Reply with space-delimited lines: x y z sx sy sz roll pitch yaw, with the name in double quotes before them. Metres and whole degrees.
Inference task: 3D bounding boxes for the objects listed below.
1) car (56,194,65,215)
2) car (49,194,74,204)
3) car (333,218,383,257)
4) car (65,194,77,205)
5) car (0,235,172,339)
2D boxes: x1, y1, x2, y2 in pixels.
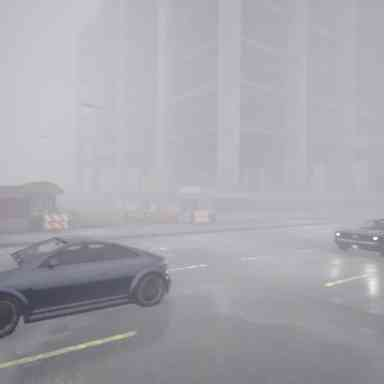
"car" -13.116 1.180 27.740 3.866 1.878 1.905 1 0 -35
"car" -23.863 1.242 60.935 3.866 1.878 1.905 1 0 -35
"car" 7.946 1.784 13.804 4.718 1.301 1.895 1 0 -35
"car" -22.161 1.246 58.536 3.866 1.878 1.905 1 0 -35
"car" -2.484 1.577 6.516 4.181 1.385 1.994 1 -1 -35
